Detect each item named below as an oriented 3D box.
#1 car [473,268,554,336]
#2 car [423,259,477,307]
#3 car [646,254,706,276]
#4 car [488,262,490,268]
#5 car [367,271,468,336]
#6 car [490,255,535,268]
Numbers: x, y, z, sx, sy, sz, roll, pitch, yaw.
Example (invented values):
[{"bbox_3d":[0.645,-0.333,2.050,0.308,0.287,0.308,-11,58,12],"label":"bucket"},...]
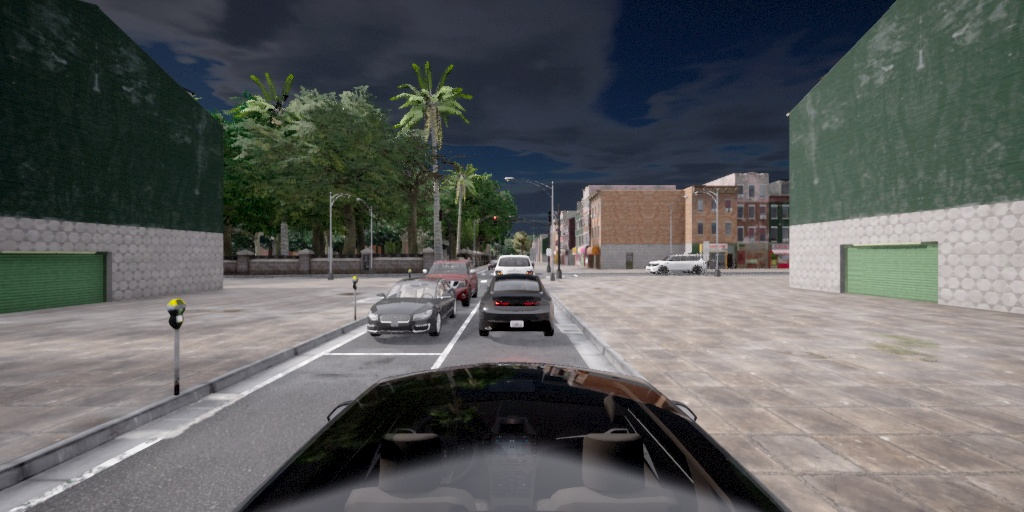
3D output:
[{"bbox_3d":[0.109,1.255,10.336,1.837,1.490,4.892,0,0,0],"label":"car"},{"bbox_3d":[-2.621,1.068,15.673,2.192,1.841,5.009,0,0,0],"label":"car"},{"bbox_3d":[16.505,0.875,36.024,5.566,2.045,2.150,0,0,0],"label":"car"},{"bbox_3d":[-2.574,1.292,53.819,1.967,1.591,4.097,0,0,0],"label":"car"},{"bbox_3d":[-2.628,1.301,10.210,2.007,1.370,4.403,0,0,0],"label":"car"},{"bbox_3d":[0.122,0.980,20.430,2.150,2.045,5.566,0,0,0],"label":"car"}]
